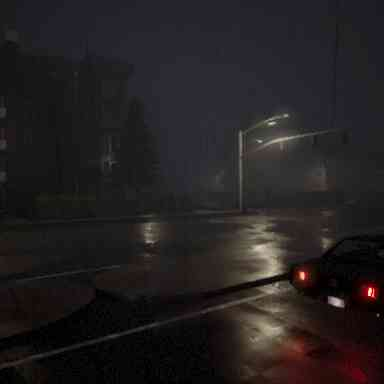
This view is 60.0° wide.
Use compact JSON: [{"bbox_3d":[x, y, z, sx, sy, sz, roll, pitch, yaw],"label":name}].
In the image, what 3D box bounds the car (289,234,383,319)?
[{"bbox_3d":[4.240,1.550,6.890,4.718,1.301,1.895,0,0,-35],"label":"car"}]
